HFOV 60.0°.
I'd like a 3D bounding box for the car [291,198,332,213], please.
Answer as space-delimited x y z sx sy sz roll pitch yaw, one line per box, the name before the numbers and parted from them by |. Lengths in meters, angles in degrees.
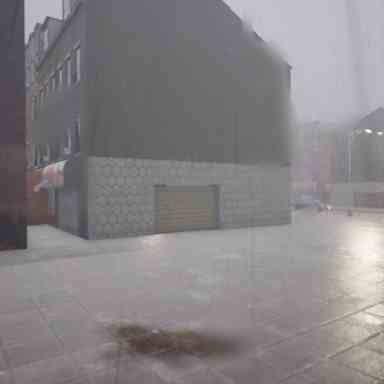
car | 12.266 1.375 35.024 2.128 1.511 4.902 -1 1 -35
